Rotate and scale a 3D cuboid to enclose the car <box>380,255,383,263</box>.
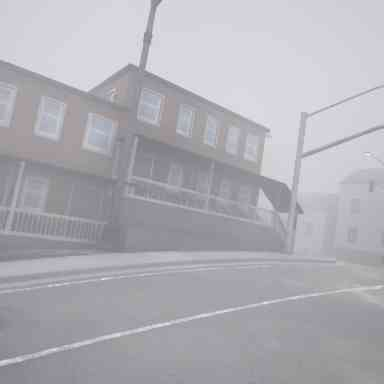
[{"bbox_3d":[15.173,4.752,21.718,1.895,1.301,4.718,14,-8,-34],"label":"car"}]
